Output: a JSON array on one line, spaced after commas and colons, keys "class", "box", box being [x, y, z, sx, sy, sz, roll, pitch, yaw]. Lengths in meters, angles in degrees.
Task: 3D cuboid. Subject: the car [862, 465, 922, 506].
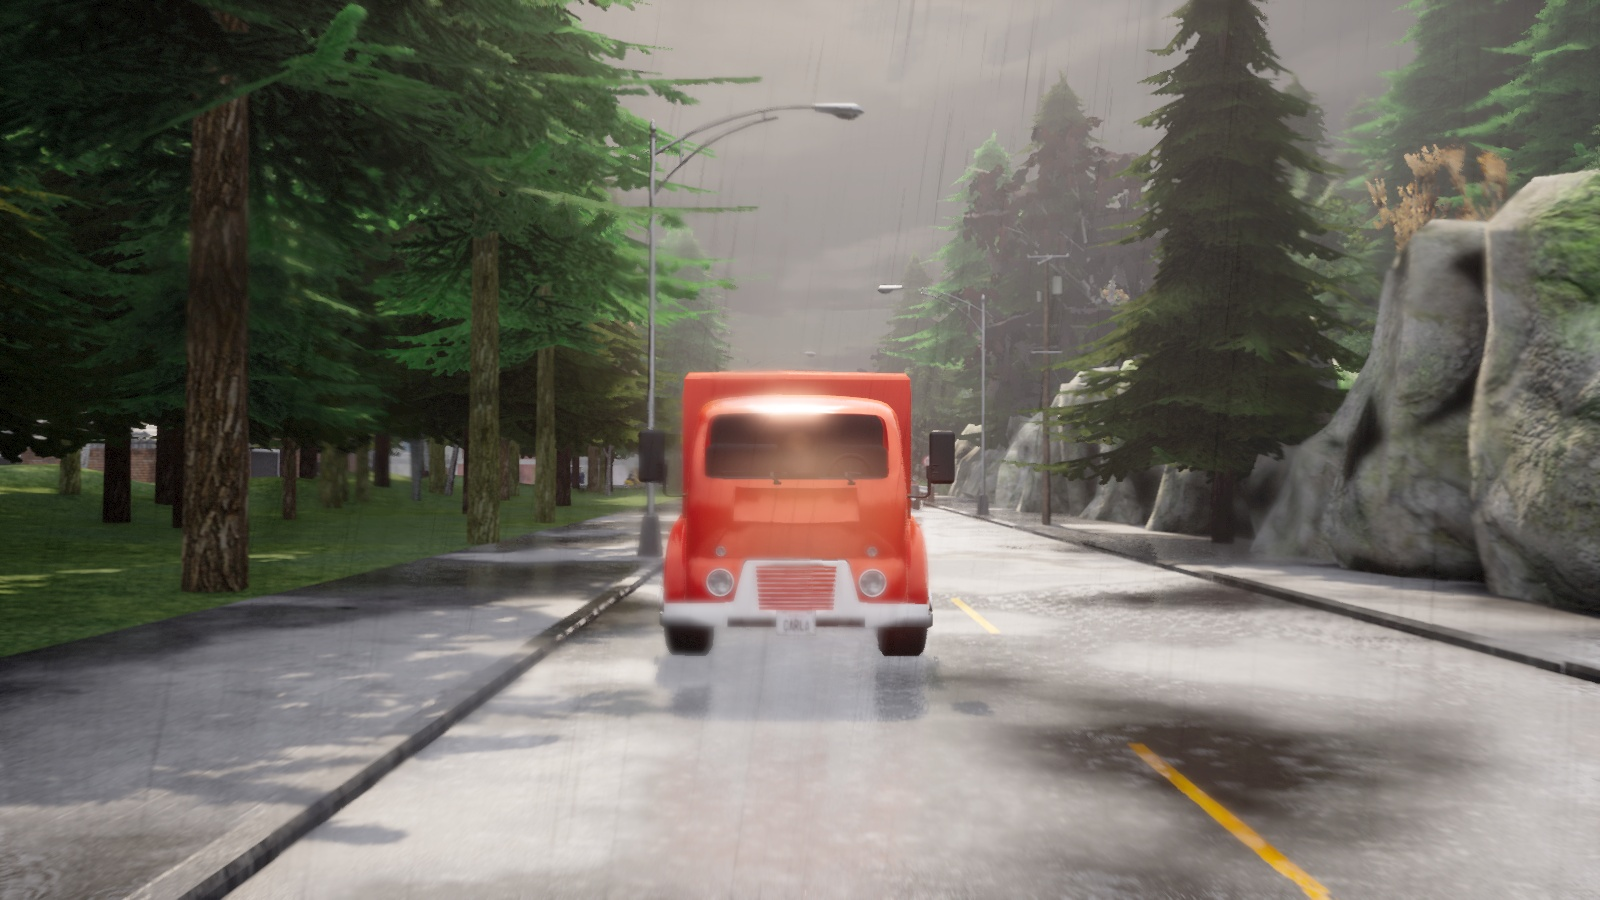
[{"class": "car", "box": [3.872, 1.474, 53.540, 2.152, 1.651, 5.027, 0, -1, 0]}]

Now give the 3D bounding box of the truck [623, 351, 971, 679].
[{"class": "truck", "box": [-0.031, 0.531, 12.105, 2.627, 2.467, 5.204, 0, -1, 0]}]
